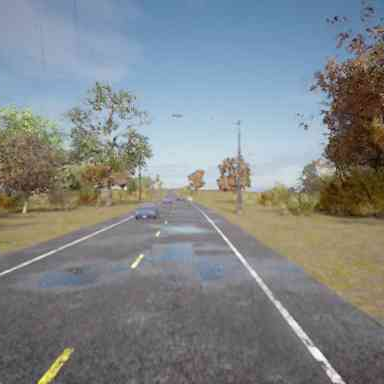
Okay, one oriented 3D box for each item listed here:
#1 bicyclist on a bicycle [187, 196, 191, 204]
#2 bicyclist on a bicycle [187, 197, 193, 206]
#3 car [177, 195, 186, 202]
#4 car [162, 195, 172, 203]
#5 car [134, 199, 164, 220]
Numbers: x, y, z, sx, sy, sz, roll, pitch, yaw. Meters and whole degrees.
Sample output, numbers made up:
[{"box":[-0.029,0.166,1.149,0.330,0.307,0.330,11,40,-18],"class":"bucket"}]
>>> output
[{"box":[-0.606,1.623,65.559,0.866,1.612,1.509,0,0,-3],"class":"bicyclist on a bicycle"},{"box":[-0.207,1.598,56.455,0.866,1.612,1.509,0,0,-2],"class":"bicyclist on a bicycle"},{"box":[-2.402,1.745,81.245,2.128,1.511,4.902,0,0,-4],"class":"car"},{"box":[-5.318,1.482,70.559,2.097,1.767,4.553,0,0,-3],"class":"car"},{"box":[-3.932,1.635,29.834,2.033,1.411,5.357,0,0,-1],"class":"car"}]
